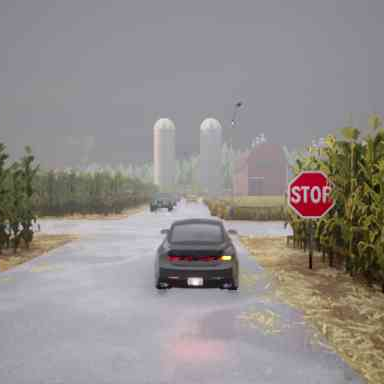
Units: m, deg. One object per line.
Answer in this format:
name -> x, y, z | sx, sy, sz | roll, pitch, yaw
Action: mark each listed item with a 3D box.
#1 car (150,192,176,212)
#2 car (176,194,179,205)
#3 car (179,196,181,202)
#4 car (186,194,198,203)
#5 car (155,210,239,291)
car -> -3.201, 0.996, 36.013 | 2.150, 2.045, 5.566 | 0, 0, 0
car -> -3.207, 1.317, 47.039 | 1.994, 1.385, 4.181 | 0, 0, -1
car -> -3.132, 1.157, 62.547 | 2.128, 1.511, 4.902 | 0, 0, 0
car -> -0.013, 1.170, 58.691 | 1.882, 1.535, 5.008 | 0, 0, 0
car -> 0.165, 1.456, 8.911 | 1.837, 1.490, 4.892 | 0, 1, 2
